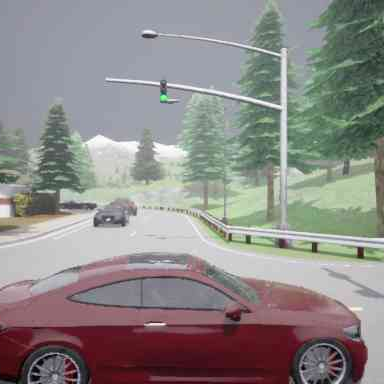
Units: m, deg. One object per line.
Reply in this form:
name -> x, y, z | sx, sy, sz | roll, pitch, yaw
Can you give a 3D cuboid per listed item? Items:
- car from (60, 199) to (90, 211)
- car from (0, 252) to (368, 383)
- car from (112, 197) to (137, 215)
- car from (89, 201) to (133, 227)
car -> -13.749, 1.550, 39.673 | 4.718, 1.301, 1.895 | 0, 0, 11
car -> -0.188, 1.577, 4.385 | 4.674, 1.442, 1.812 | 1, 0, -4
car -> -6.754, 1.307, 32.313 | 2.097, 1.767, 4.553 | 0, 0, -22
car -> -5.376, 1.532, 22.585 | 1.994, 1.385, 4.181 | 0, 0, -5
